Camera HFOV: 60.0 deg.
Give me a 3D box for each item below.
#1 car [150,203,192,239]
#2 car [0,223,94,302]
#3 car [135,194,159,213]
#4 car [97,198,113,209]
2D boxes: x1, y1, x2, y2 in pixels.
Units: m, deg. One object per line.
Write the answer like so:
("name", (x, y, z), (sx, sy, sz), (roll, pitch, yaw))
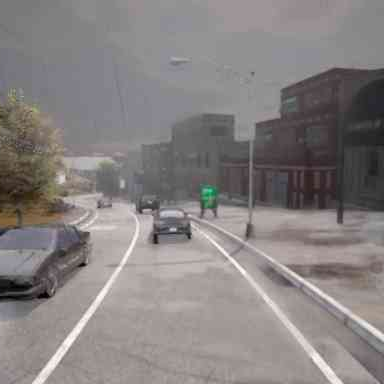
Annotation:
("car", (-1.107, 1.503, 17.047), (1.812, 1.442, 4.674), (-1, 0, -7))
("car", (-3.976, 1.564, 8.676), (2.033, 1.411, 5.357), (0, 0, -4))
("car", (-4.998, 1.211, 36.886), (2.150, 2.045, 5.566), (-2, 0, -15))
("car", (-13.208, 1.677, 50.246), (2.128, 1.511, 4.902), (-2, 0, -21))
